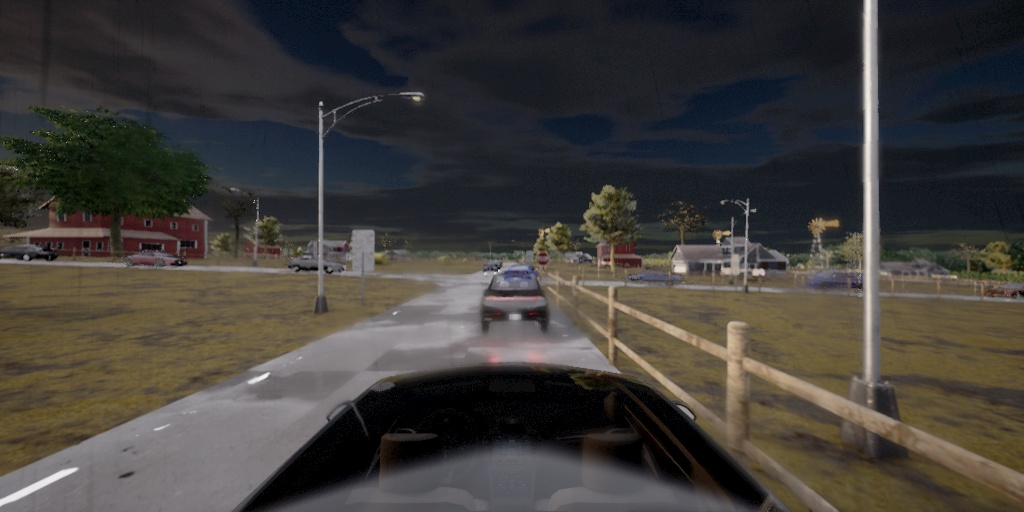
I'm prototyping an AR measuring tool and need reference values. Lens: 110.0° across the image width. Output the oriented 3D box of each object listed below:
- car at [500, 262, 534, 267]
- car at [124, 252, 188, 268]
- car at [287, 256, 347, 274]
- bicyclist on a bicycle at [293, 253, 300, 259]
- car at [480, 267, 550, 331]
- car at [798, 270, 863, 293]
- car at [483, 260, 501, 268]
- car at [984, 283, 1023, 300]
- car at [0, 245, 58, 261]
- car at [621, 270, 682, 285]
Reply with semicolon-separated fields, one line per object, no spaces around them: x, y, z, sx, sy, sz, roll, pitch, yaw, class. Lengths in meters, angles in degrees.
0.834;1.332;26.018;1.882;1.535;5.008;0;0;13;car
-31.360;0.311;31.678;4.181;1.385;1.994;2;0;0;car
-17.186;0.760;31.716;4.902;1.511;2.128;2;0;0;car
-22.683;0.559;37.687;0.582;1.620;1.656;2;0;0;bicyclist on a bicycle
0.075;1.276;11.145;2.128;1.511;4.902;0;0;0;car
31.118;2.402;34.803;5.566;2.045;2.150;2;0;0;car
-2.930;1.534;49.541;1.994;1.385;4.181;0;0;-1;car
49.088;3.356;34.757;4.553;1.767;2.097;2;0;0;car
-46.900;-0.286;34.528;4.892;1.490;1.837;2;0;0;car
13.475;2.019;34.747;5.357;1.411;2.033;2;0;0;car
